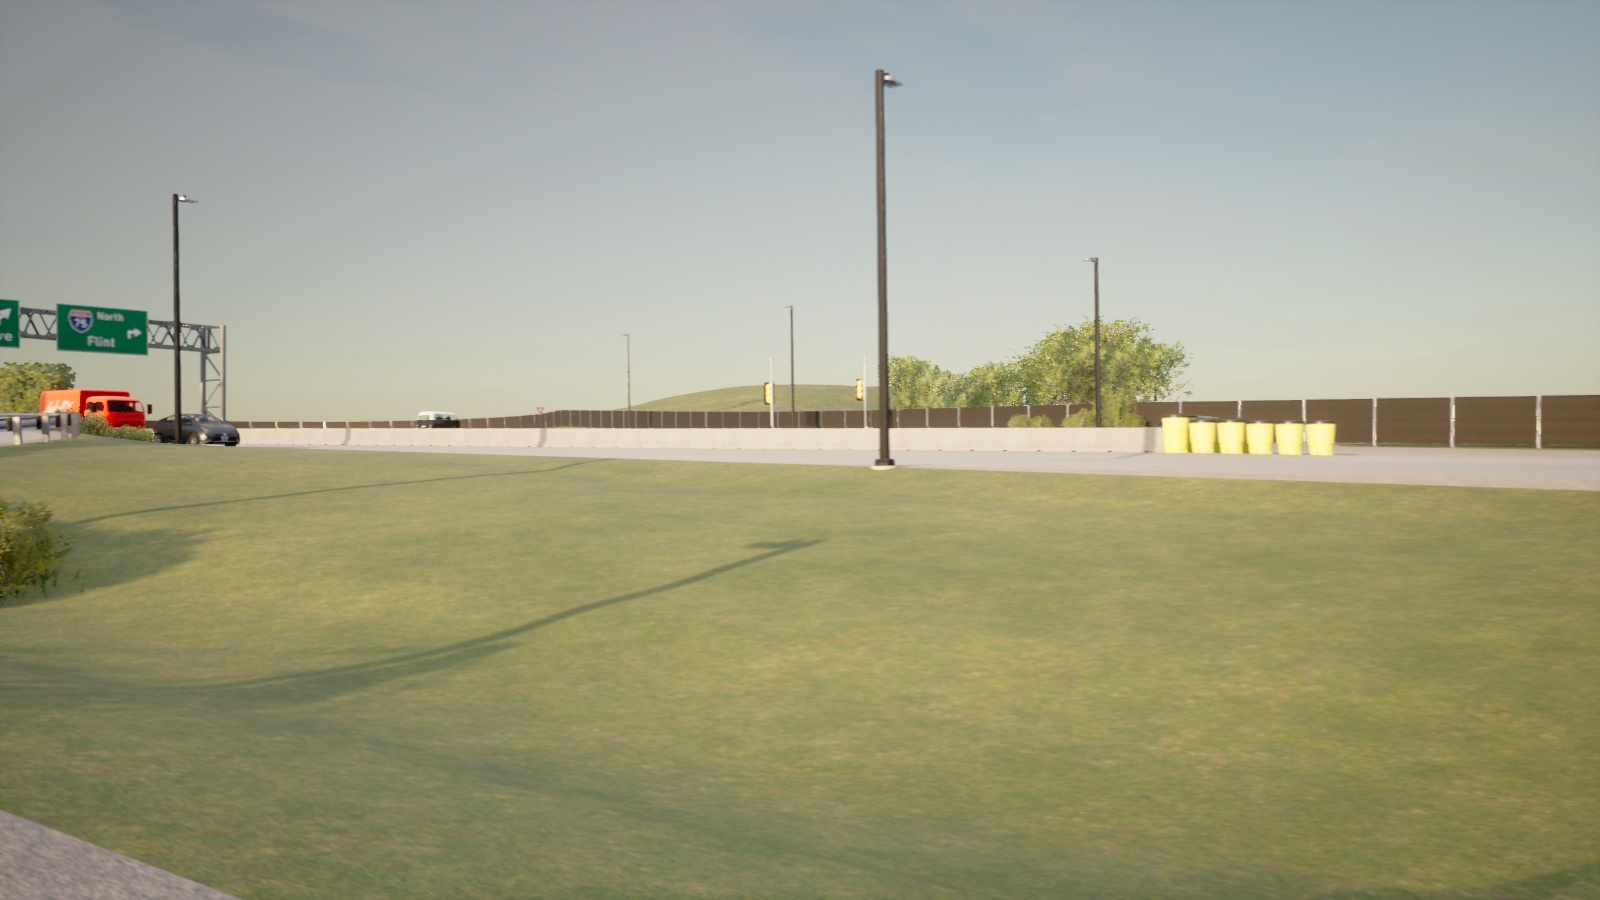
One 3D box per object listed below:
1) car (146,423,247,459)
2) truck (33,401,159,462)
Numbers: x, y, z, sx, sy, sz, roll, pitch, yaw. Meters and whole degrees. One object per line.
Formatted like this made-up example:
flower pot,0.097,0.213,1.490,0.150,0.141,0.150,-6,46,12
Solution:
car,-26.657,-0.400,55.471,4.514,1.525,2.007,0,1,34
truck,-30.011,-0.776,53.513,5.204,2.467,2.627,0,1,34
